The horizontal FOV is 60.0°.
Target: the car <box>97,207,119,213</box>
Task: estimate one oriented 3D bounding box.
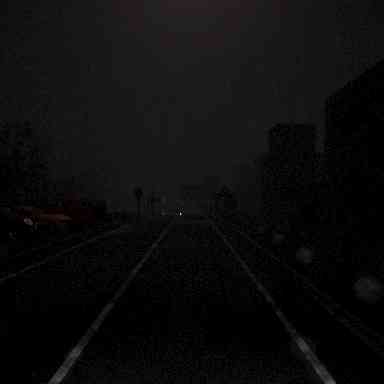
[{"bbox_3d":[-21.782,4.685,86.393,4.892,1.521,2.231,0,-3,0],"label":"car"}]

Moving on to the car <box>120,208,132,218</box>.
[{"bbox_3d":[-9.366,2.044,34.290,5.366,1.575,1.946,0,-2,0],"label":"car"}]

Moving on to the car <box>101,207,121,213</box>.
[{"bbox_3d":[-21.779,4.859,89.661,5.008,1.535,2.097,0,-3,0],"label":"car"}]

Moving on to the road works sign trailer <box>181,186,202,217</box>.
[{"bbox_3d":[-0.030,1.115,38.593,2.380,3.560,2.880,0,-2,0],"label":"road works sign trailer"}]

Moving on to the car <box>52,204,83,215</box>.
[{"bbox_3d":[-21.940,3.082,58.827,4.553,1.767,2.185,0,-3,0],"label":"car"}]

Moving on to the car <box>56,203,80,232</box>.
[{"bbox_3d":[-9.469,1.594,19.233,5.008,1.535,2.097,0,-1,-1],"label":"car"}]

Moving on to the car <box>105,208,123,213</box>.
[{"bbox_3d":[-21.757,5.068,92.803,4.674,1.452,2.002,0,-3,0],"label":"car"}]

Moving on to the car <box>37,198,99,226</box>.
[{"bbox_3d":[-9.519,1.411,22.156,5.566,2.045,2.435,0,-2,0],"label":"car"}]

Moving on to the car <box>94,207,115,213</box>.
[{"bbox_3d":[-21.799,4.549,83.119,4.674,1.452,2.002,0,-3,0],"label":"car"}]

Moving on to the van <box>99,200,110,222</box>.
[{"bbox_3d":[-9.641,1.617,28.345,4.442,1.987,1.878,0,-2,0],"label":"van"}]

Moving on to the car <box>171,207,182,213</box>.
[{"bbox_3d":[-3.121,4.213,75.957,1.994,1.385,4.181,0,-3,0],"label":"car"}]

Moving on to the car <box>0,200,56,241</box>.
[{"bbox_3d":[-9.469,1.397,16.201,4.553,1.767,2.185,0,-1,-1],"label":"car"}]

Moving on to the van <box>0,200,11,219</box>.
[{"bbox_3d":[-21.704,1.844,34.892,4.442,1.987,1.878,0,-2,0],"label":"van"}]

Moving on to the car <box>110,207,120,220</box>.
[{"bbox_3d":[-9.569,1.815,31.377,4.553,1.767,2.185,0,-2,0],"label":"car"}]
